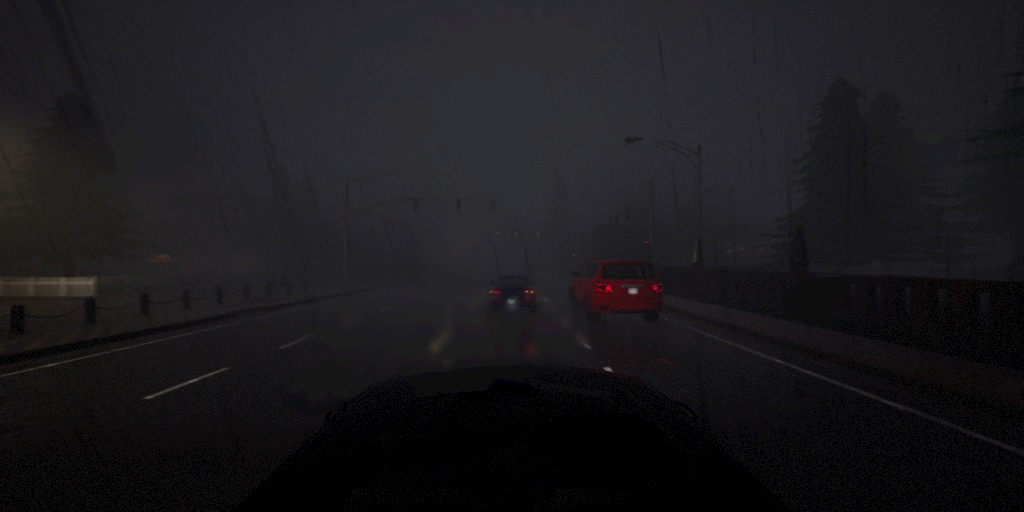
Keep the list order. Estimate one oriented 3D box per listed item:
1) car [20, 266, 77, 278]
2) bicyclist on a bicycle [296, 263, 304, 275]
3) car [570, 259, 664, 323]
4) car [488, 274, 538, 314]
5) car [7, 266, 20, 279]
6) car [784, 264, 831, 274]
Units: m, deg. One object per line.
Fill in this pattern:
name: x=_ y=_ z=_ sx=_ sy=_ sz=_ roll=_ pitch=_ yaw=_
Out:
car: x=-50.355 y=1.789 z=38.432 sx=4.674 sy=1.442 sz=1.812 roll=0 pitch=-1 yaw=1
bicyclist on a bicycle: x=-27.377 y=1.674 z=46.292 sx=0.582 sy=1.620 sz=1.656 roll=0 pitch=-1 yaw=0
car: x=3.535 y=1.132 z=13.085 sx=2.150 sy=2.045 sz=5.566 roll=0 pitch=-1 yaw=0
car: x=0.055 y=1.458 z=14.772 sx=1.812 sy=1.442 sz=4.674 roll=0 pitch=-1 yaw=1
car: x=-51.979 y=1.705 z=34.855 sx=4.902 sy=1.511 sz=2.128 roll=0 pitch=-1 yaw=1
car: x=31.889 y=1.615 z=38.481 sx=4.553 sy=1.767 sz=2.097 roll=0 pitch=-1 yaw=0
